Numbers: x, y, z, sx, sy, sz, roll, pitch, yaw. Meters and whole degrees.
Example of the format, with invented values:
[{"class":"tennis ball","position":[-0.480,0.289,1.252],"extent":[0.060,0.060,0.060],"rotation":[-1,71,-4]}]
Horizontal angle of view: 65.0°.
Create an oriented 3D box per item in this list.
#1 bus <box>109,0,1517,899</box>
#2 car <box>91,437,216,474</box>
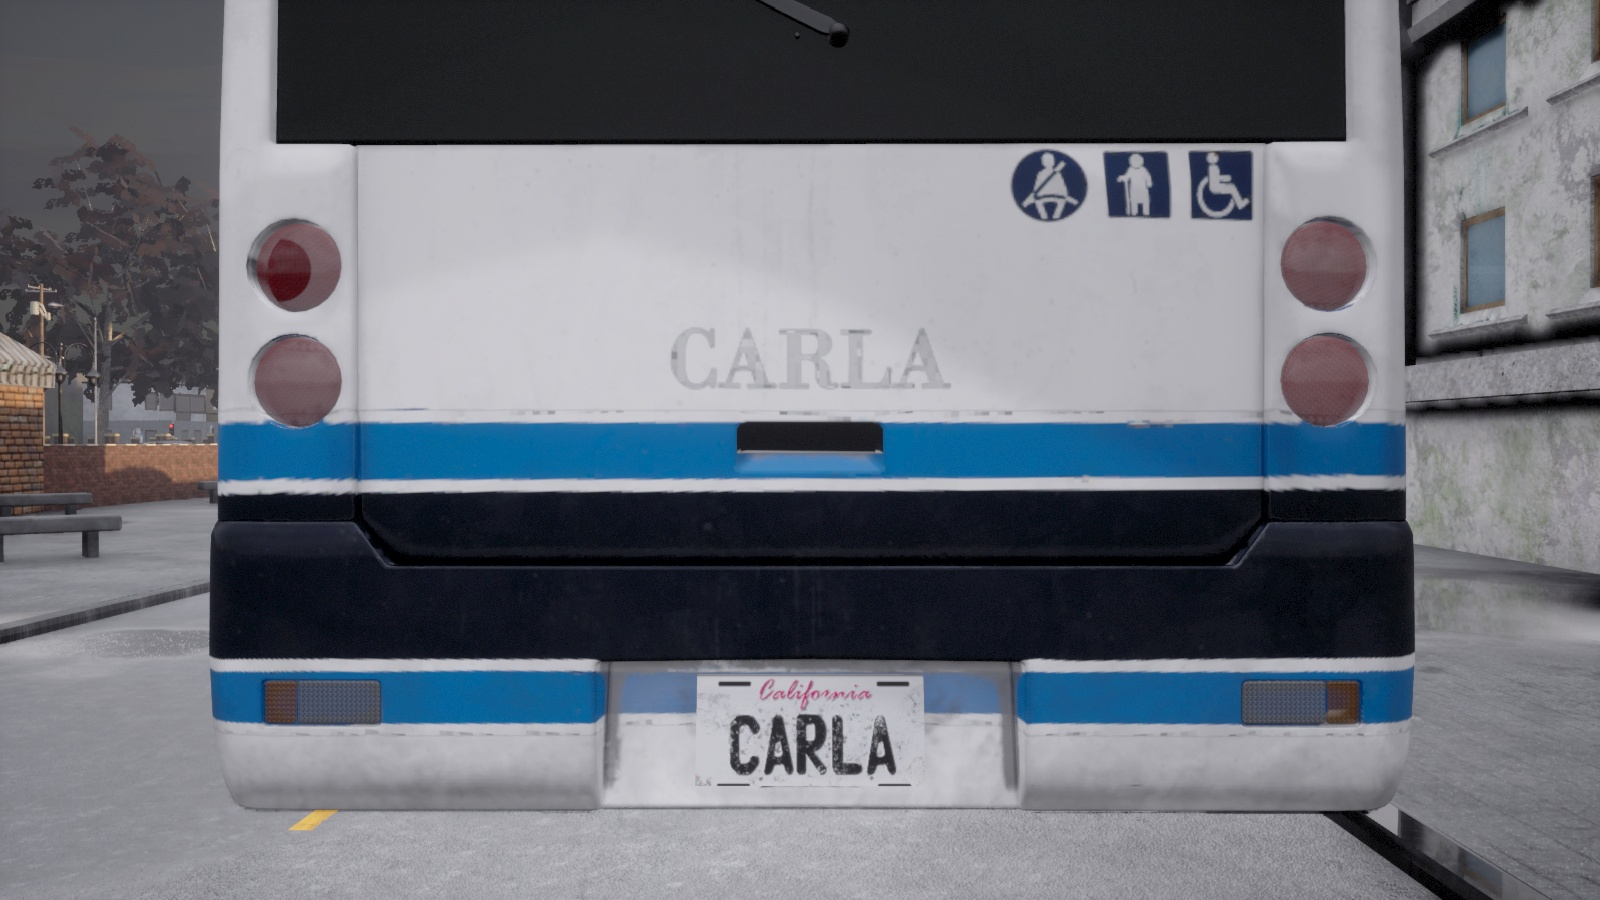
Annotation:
[{"class":"bus","position":[0.062,-0.679,8.658],"extent":[3.944,4.253,10.273],"rotation":[0,0,0]},{"class":"car","position":[-29.674,0.241,57.755],"extent":[4.611,1.667,2.242],"rotation":[0,0,-2]}]
